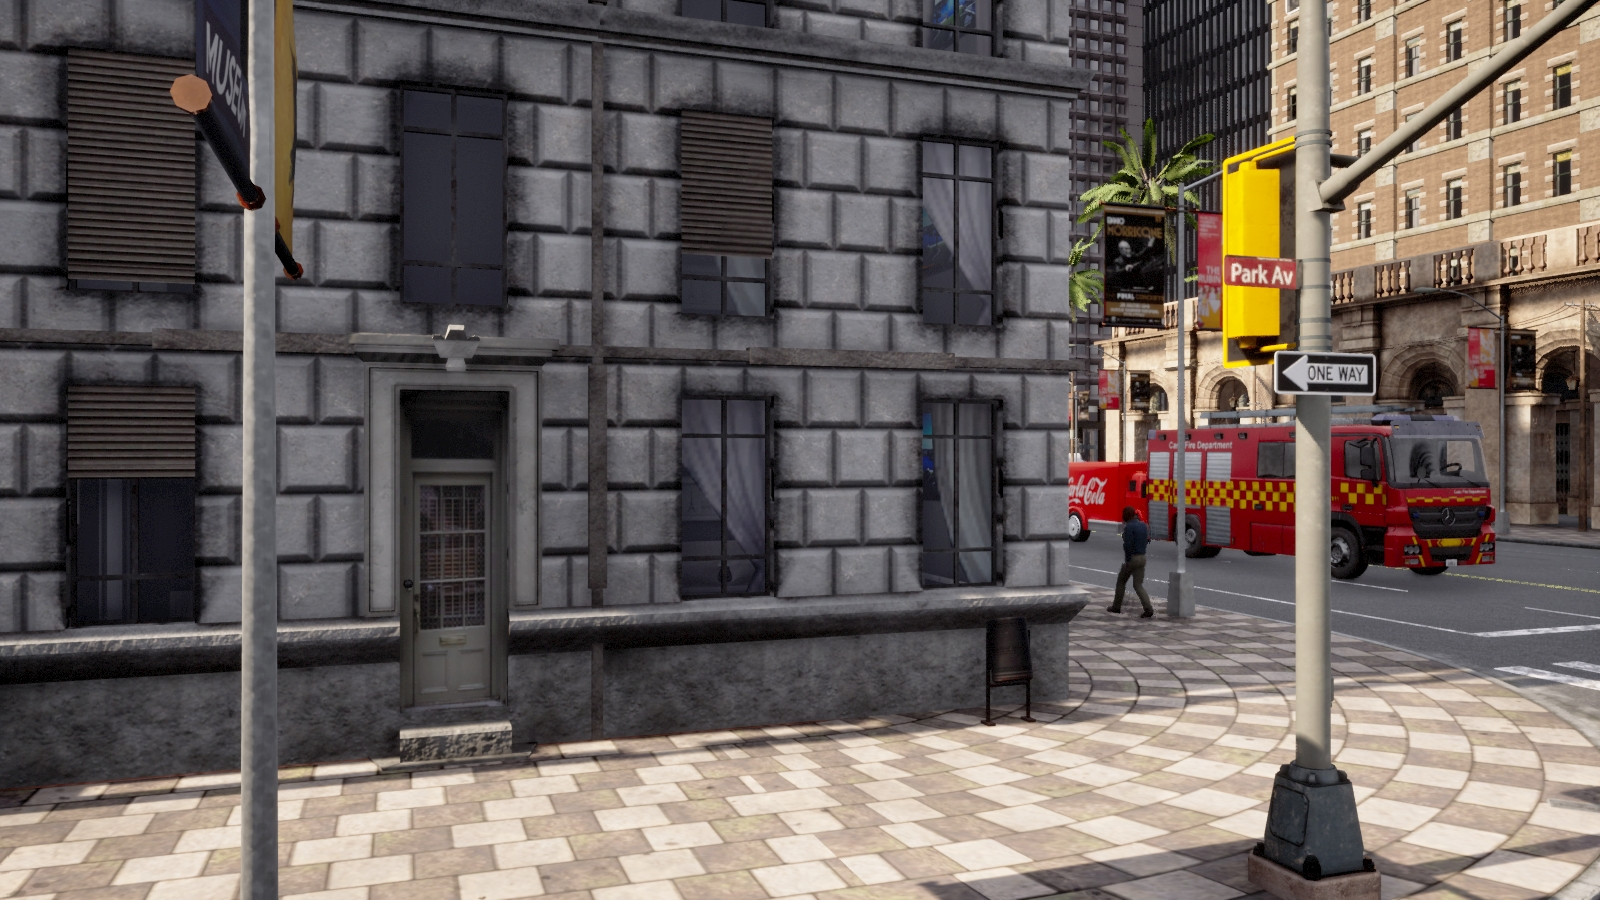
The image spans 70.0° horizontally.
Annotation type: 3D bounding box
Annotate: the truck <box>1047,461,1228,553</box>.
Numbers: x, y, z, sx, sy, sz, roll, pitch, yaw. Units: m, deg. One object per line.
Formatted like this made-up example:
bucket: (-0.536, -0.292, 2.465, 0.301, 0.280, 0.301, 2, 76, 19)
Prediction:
truck: (9.884, 1.568, 34.016, 2.627, 2.467, 5.204, 0, 0, -19)

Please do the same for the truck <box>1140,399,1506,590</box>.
truck: (11.966, 0.892, 27.385, 2.891, 3.827, 8.468, 0, 0, -19)

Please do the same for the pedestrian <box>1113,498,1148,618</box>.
pedestrian: (5.228, 1.699, 18.085, 0.375, 1.860, 0.375, 0, 0, -26)
